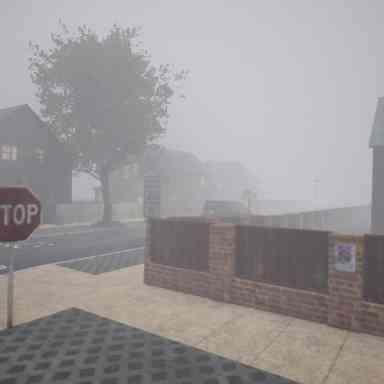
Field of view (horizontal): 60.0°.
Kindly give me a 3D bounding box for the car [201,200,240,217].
[{"bbox_3d":[2.795,1.595,24.298,2.150,2.045,5.566,2,0,35],"label":"car"}]
